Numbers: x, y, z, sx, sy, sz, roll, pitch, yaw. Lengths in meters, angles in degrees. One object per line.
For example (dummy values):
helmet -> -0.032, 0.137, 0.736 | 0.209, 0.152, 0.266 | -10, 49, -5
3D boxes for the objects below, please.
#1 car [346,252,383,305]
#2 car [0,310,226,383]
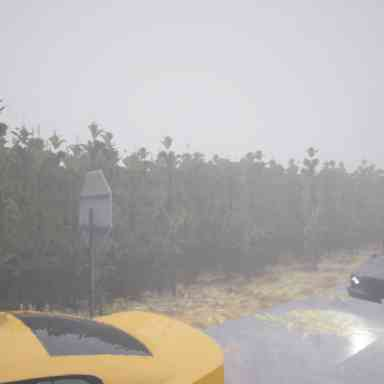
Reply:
car -> 5.857, 1.738, 7.987 | 5.357, 1.411, 2.033 | 0, -3, -38
car -> -1.922, 1.598, 1.679 | 5.008, 1.535, 1.882 | 1, -3, -42
